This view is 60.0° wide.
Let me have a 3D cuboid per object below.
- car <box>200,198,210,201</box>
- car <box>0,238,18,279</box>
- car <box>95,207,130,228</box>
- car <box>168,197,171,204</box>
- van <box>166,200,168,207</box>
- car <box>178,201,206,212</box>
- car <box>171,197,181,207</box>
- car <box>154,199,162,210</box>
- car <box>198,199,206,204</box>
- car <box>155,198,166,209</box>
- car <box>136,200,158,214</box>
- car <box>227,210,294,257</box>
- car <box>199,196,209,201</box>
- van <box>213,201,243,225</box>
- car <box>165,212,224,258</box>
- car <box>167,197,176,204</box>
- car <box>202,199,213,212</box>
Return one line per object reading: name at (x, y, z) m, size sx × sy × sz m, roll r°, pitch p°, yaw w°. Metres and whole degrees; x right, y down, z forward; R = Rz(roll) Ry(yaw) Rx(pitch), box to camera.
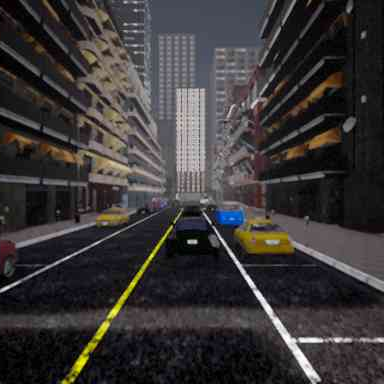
car at (2.712, 2.091, 51.916) m, size 2.008 × 1.369 × 4.403 m, roll -1°, pitch -1°, yaw 0°
car at (-5.692, 1.662, 7.749) m, size 1.802 × 1.307 × 4.206 m, roll 0°, pitch -1°, yaw 0°
car at (-5.684, 1.775, 24.149) m, size 1.752 × 1.417 × 4.829 m, roll 0°, pitch -1°, yaw 0°
car at (-5.664, 2.098, 62.982) m, size 1.967 × 1.590 × 4.097 m, roll -1°, pitch -1°, yaw 0°
van at (-5.668, 1.940, 57.460) m, size 1.690 × 1.788 × 3.998 m, roll -1°, pitch -1°, yaw 0°
car at (0.038, 1.802, 28.486) m, size 1.837 × 1.490 × 4.892 m, roll 0°, pitch 0°, yaw 0°
car at (-2.979, 2.186, 65.303) m, size 1.837 × 1.490 × 4.892 m, roll 0°, pitch -1°, yaw 0°
car at (-5.671, 2.027, 46.411) m, size 1.887 × 1.381 × 4.507 m, roll 0°, pitch -1°, yaw 0°
car at (2.734, 2.501, 90.578) m, size 1.887 × 1.381 × 4.507 m, roll -1°, pitch -1°, yaw 0°
car at (-5.669, 2.085, 51.935) m, size 1.887 × 1.381 × 4.507 m, roll -1°, pitch -1°, yaw 0°
car at (-5.674, 1.990, 40.888) m, size 1.947 × 1.339 × 4.313 m, roll 0°, pitch -1°, yaw 0°
car at (2.691, 1.664, 13.425) m, size 1.752 × 1.417 × 4.829 m, roll -1°, pitch -1°, yaw 0°
car at (3.044, 2.038, 77.369) m, size 2.150 × 2.045 × 5.566 m, roll 0°, pitch -1°, yaw 0°
van at (2.695, 1.592, 24.304) m, size 1.690 × 1.788 × 3.998 m, roll -1°, pitch -1°, yaw 0°
car at (0.031, 1.703, 13.442) m, size 1.994 × 1.385 × 4.181 m, roll 0°, pitch -1°, yaw 0°
car at (-5.650, 2.272, 90.599) m, size 2.192 × 1.841 × 5.009 m, roll -1°, pitch -1°, yaw 0°
car at (2.709, 2.033, 46.393) m, size 2.008 × 1.369 × 4.403 m, roll -1°, pitch -1°, yaw 0°
